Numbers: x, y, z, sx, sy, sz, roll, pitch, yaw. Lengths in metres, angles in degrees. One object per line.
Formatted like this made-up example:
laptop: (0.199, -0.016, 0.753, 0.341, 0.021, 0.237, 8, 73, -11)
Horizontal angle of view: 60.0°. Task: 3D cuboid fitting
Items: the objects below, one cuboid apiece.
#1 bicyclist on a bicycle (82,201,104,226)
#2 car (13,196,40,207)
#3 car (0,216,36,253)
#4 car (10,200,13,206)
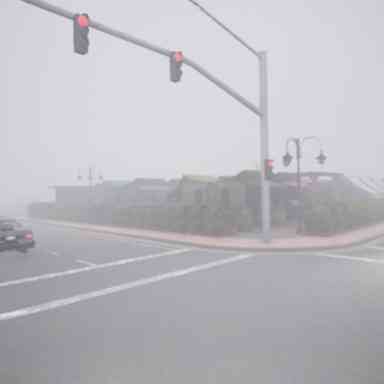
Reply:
bicyclist on a bicycle: (-6.576, 1.395, 22.130, 1.656, 1.620, 0.582, -8, 5, -44)
car: (-30.255, 1.764, 61.668, 1.905, 1.878, 3.866, -1, 0, 44)
car: (-8.159, 1.710, 13.509, 5.357, 1.411, 2.033, -1, 0, 45)
car: (-32.281, 1.801, 63.735, 1.932, 1.855, 4.605, -1, 0, 44)
